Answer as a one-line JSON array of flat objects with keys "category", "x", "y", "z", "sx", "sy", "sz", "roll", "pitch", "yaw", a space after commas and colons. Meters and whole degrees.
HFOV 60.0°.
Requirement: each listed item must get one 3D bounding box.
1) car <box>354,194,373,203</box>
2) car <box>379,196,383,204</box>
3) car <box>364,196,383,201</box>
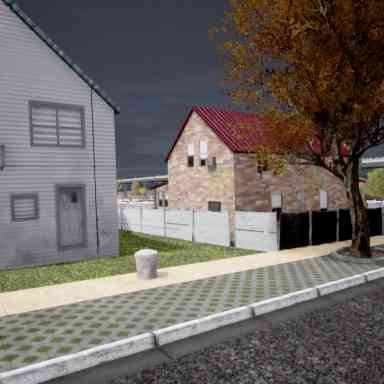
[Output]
[{"category": "car", "x": 38.571, "y": 1.440, "z": 74.914, "sx": 2.097, "sy": 1.767, "sz": 4.553, "roll": -2, "pitch": 0, "yaw": 0}, {"category": "car", "x": 38.487, "y": 1.600, "z": 64.512, "sx": 1.837, "sy": 1.490, "sz": 4.892, "roll": -2, "pitch": 0, "yaw": 0}, {"category": "car", "x": 28.568, "y": 1.833, "z": 53.306, "sx": 1.882, "sy": 1.535, "sz": 5.008, "roll": -2, "pitch": 0, "yaw": 1}]
